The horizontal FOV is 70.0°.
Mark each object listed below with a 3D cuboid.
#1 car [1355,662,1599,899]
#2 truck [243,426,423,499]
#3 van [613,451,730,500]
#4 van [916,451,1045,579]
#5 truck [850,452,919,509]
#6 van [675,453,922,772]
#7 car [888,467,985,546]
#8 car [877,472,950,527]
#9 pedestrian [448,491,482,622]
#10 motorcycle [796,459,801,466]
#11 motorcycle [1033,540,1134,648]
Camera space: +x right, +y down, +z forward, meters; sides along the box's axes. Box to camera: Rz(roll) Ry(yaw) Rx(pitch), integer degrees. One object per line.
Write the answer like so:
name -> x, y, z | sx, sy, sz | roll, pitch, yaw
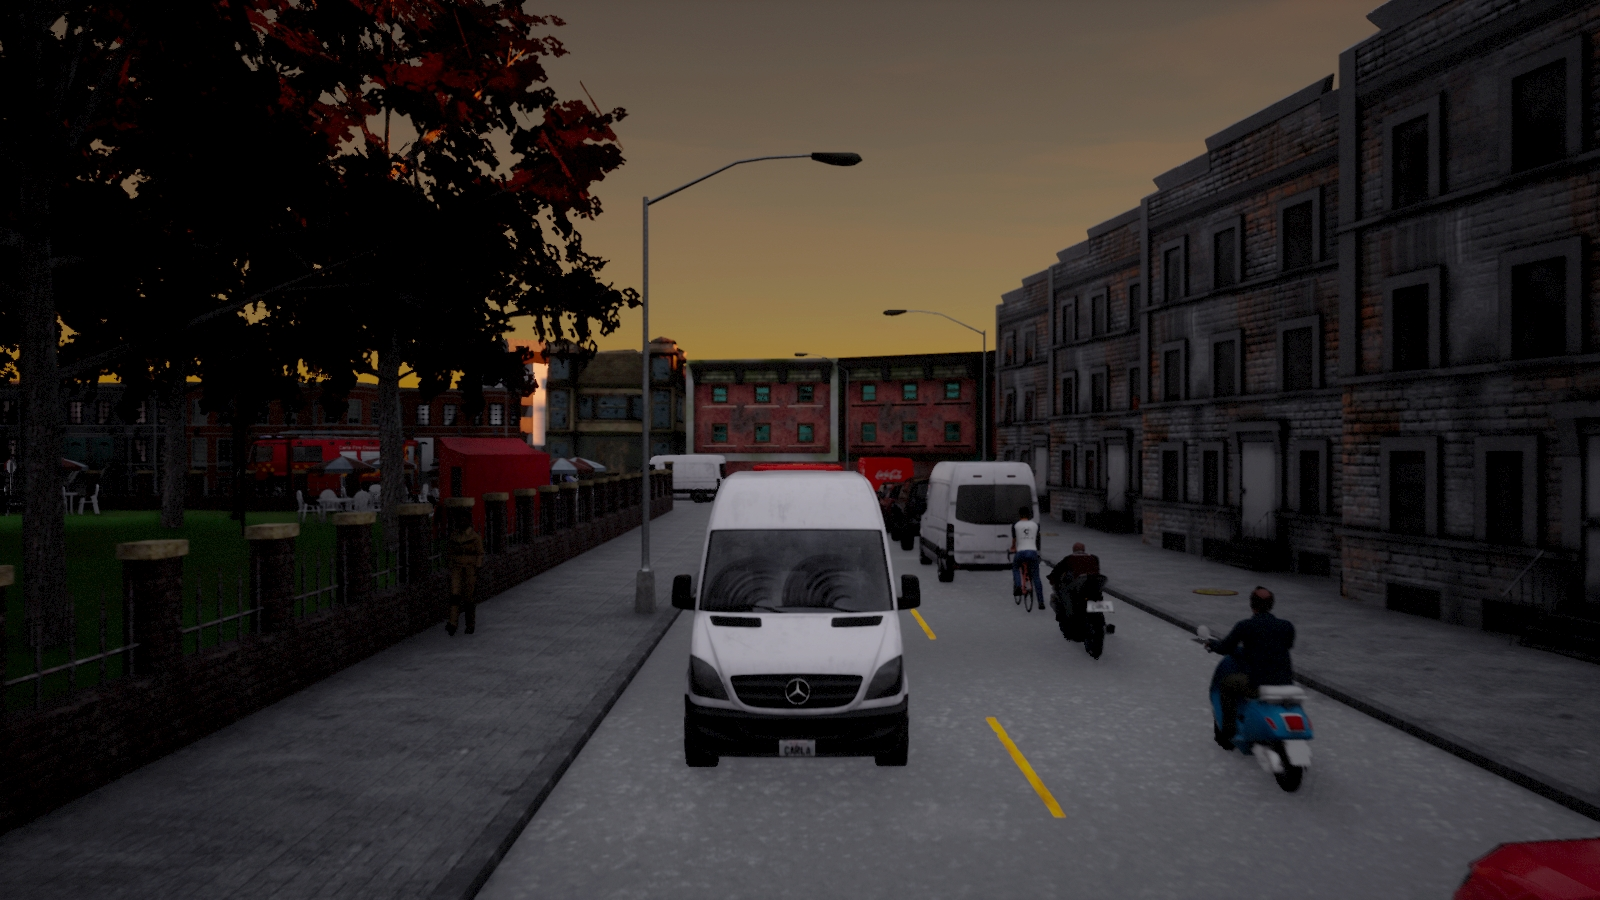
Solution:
car -> 3.996, 1.841, 3.476 | 2.231, 1.480, 4.892 | 0, 0, 0
truck -> -25.015, 0.670, 61.476 | 8.468, 3.827, 2.891 | 0, 0, -1
van -> -6.866, 1.315, 61.370 | 5.915, 2.561, 1.988 | 0, 0, 10
van -> 3.943, 1.314, 26.022 | 1.988, 2.561, 5.915 | 0, 0, 0
truck -> 3.794, 1.349, 52.407 | 2.627, 2.467, 5.204 | 0, 0, -2
van -> -0.029, 1.315, 12.158 | 1.988, 2.561, 5.915 | 0, 0, 0
car -> 3.880, 1.559, 33.445 | 2.150, 2.045, 5.566 | 0, 0, 0
car -> 3.924, 1.685, 40.240 | 2.097, 1.767, 4.553 | 0, 0, 0
pedestrian -> -4.825, 1.525, 16.470 | 0.375, 1.860, 0.375 | 0, 0, 0
motorcycle -> -0.235, 1.960, 179.448 | 0.856, 1.236, 1.805 | 0, 0, 0
motorcycle -> 3.963, 1.985, 16.163 | 0.867, 1.251, 2.209 | 0, 0, 0
